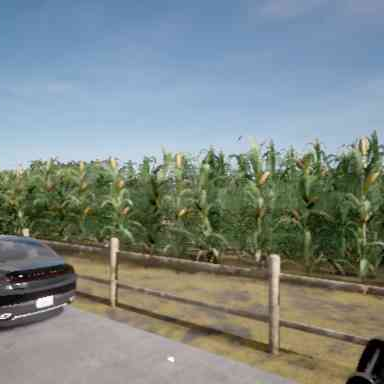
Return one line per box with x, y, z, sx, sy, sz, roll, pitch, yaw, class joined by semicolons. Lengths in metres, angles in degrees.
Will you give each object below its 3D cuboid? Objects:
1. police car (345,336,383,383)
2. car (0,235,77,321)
3.409;1.495;1.337;5.238;1.638;1.930;-1;-2;37;police car
-4.504;1.705;7.272;4.892;1.490;1.837;-1;-2;37;car
